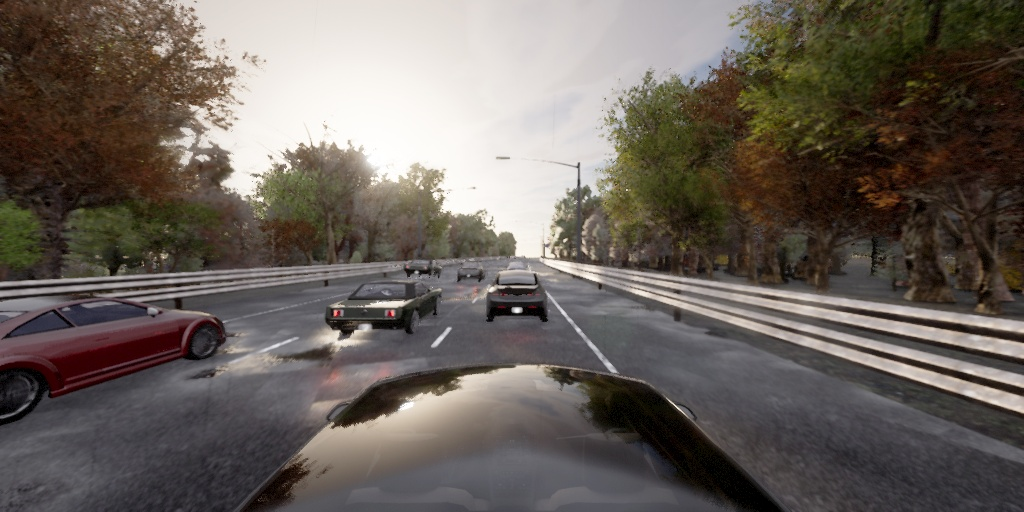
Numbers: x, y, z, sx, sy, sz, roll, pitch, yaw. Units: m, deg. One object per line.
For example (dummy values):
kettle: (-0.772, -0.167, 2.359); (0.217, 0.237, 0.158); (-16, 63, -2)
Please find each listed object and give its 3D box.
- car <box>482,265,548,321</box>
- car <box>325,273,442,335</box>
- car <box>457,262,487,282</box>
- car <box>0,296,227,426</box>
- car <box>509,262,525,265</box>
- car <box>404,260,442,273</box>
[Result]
car: (0.161, 1.248, 12.415); (1.837, 1.490, 4.892); (0, 0, 0)
car: (-3.355, 1.344, 10.471); (1.895, 1.301, 4.718); (0, 0, 0)
car: (-3.129, 1.223, 28.417); (2.128, 1.511, 4.902); (0, 0, 1)
car: (-6.869, 1.309, 5.632); (1.994, 1.385, 4.181); (0, 0, 0)
car: (0.375, 1.248, 29.553); (1.812, 1.442, 4.674); (0, 0, 1)
car: (-6.703, 0.978, 27.626); (1.895, 1.301, 4.718); (3, -3, 1)
